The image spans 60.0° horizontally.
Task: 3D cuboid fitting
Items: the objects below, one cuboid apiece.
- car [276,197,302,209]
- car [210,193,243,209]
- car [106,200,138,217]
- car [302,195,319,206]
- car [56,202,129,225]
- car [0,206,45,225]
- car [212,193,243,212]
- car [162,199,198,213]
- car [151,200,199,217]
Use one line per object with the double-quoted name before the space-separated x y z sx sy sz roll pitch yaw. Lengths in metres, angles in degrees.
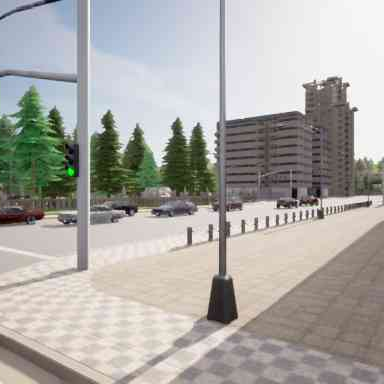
"car" 13.186 1.505 45.837 1.837 1.490 4.892 0 0 35
"car" 4.946 1.221 46.600 2.150 2.045 5.566 0 0 36
"car" -7.050 1.478 29.828 1.882 1.535 5.008 0 0 36
"car" 19.069 1.352 54.102 2.097 1.767 4.553 0 0 35
"car" -7.110 1.601 23.710 1.895 1.301 4.718 0 0 35
"car" -12.534 1.601 22.207 1.895 1.301 4.718 0 0 37
"car" 4.298 1.352 39.705 2.097 1.767 4.553 0 0 36
"car" -1.304 1.564 37.898 1.994 1.385 4.181 0 0 35
"car" -1.508 1.547 31.569 2.033 1.411 5.357 0 0 36
